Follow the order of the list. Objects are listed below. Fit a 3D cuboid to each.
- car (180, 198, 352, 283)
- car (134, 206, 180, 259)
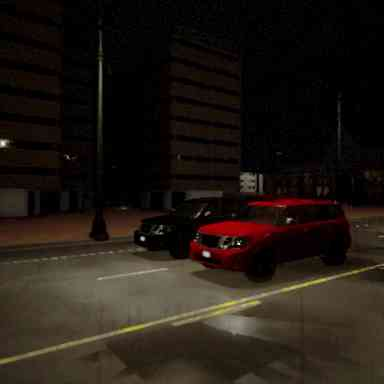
[{"bbox_3d":[2.621,1.257,10.159,5.566,2.045,2.150,0,0,-35],"label":"car"},{"bbox_3d":[0.564,1.257,12.992,5.566,2.045,2.150,0,0,-35],"label":"car"}]
